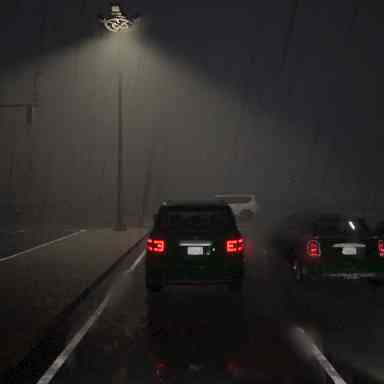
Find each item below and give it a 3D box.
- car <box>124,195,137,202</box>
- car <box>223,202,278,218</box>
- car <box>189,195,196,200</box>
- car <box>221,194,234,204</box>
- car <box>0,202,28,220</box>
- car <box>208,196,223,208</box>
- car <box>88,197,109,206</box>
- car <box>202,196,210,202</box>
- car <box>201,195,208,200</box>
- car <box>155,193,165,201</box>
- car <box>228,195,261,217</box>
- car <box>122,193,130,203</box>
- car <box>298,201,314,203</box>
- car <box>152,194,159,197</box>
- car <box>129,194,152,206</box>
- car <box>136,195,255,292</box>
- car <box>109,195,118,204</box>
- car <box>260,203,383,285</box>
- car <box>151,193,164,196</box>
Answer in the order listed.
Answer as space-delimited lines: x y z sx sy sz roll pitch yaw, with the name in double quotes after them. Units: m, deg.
-15.104 1.525 81.988 2.128 1.511 4.902 0 0 0 "car"
5.428 1.601 30.970 4.718 1.301 1.895 0 0 29 "car"
0.120 1.595 95.391 1.895 1.301 4.718 0 0 1 "car"
7.004 1.352 66.246 2.097 1.767 4.553 0 0 0 "car"
-16.698 1.547 27.713 5.357 1.411 2.033 0 0 -1 "car"
3.462 1.477 49.878 1.882 1.535 5.008 0 0 0 "car"
-15.162 1.564 53.238 1.994 1.385 4.181 0 0 0 "car"
3.393 1.595 80.844 1.895 1.301 4.718 0 0 0 "car"
3.623 1.540 95.489 2.033 1.411 5.357 0 0 1 "car"
-8.085 1.210 84.225 2.150 2.045 5.566 0 0 0 "car"
2.386 1.222 25.185 5.566 2.045 2.150 0 0 -3 "car"
-15.099 1.225 71.887 2.150 2.045 5.566 0 0 0 "car"
12.068 1.601 36.461 4.718 1.301 1.895 0 0 5 "car"
-8.141 1.547 62.932 2.033 1.411 5.357 0 0 1 "car"
-8.166 1.491 53.185 2.128 1.511 4.902 0 0 0 "car"
0.067 1.221 9.075 2.150 2.045 5.566 0 0 0 "car"
-15.140 1.601 61.991 1.895 1.301 4.718 0 0 0 "car"
3.566 1.352 9.645 2.097 1.767 4.553 0 0 0 "car"
-8.101 1.225 73.453 2.150 2.045 5.566 0 0 0 "car"
